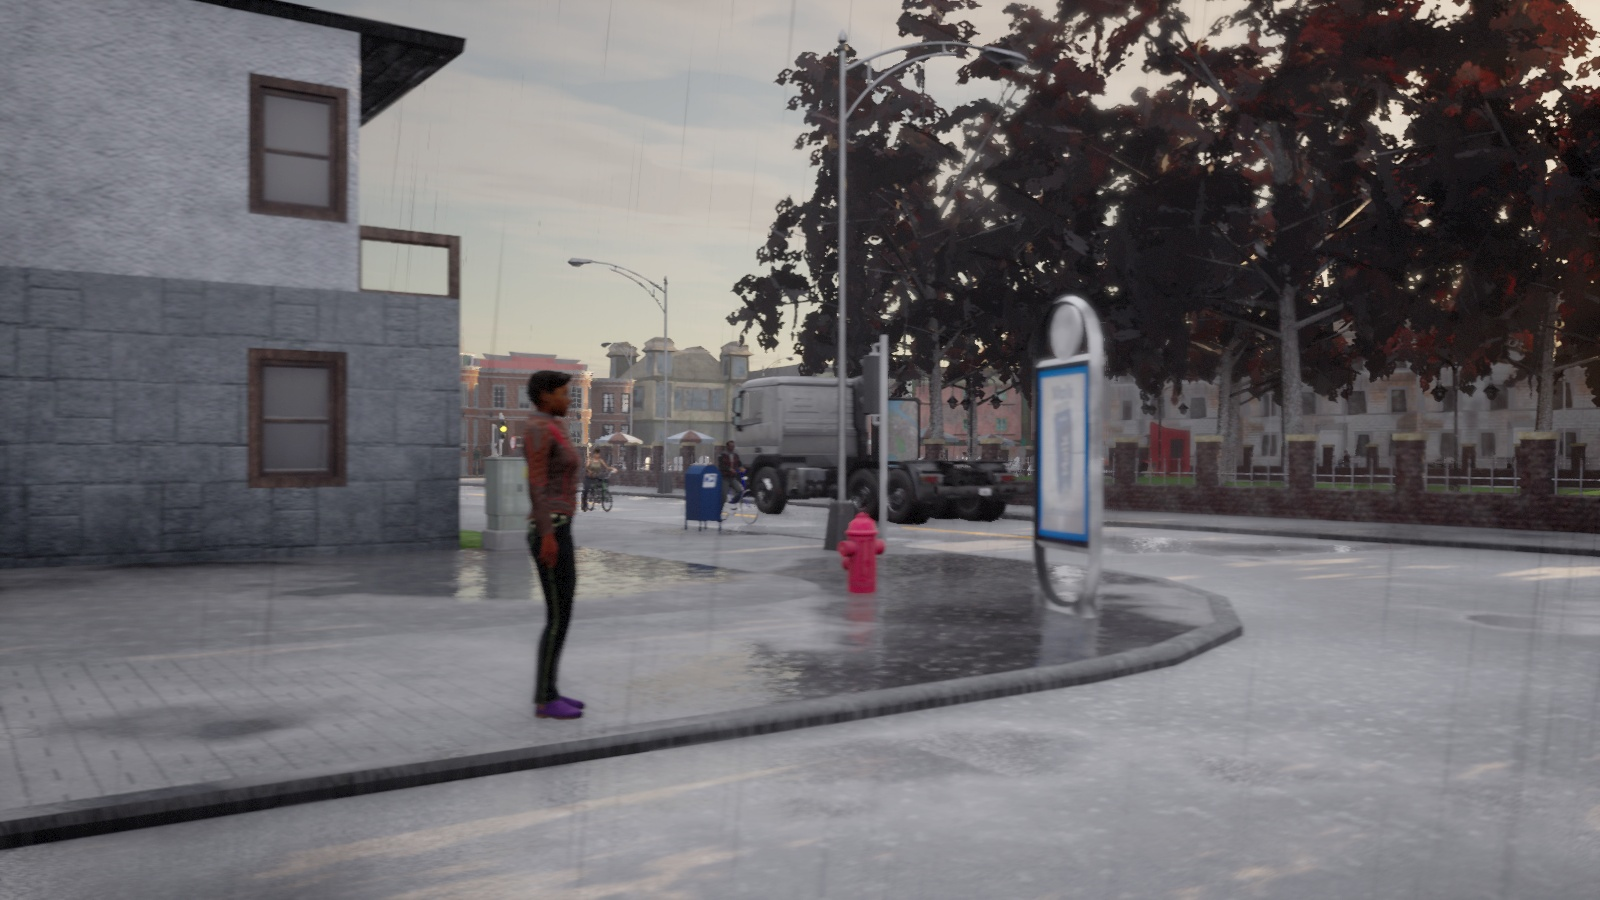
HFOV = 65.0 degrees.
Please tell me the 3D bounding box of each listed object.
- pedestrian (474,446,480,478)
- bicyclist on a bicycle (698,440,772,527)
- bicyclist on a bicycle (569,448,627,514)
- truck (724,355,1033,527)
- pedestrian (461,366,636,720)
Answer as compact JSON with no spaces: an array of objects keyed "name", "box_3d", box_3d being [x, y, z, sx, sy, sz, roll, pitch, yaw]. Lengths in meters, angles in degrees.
[{"name":"pedestrian","box_3d":[-18.881,0.705,73.401,0.353,1.847,0.614,0,0,-15]},{"name":"bicyclist on a bicycle","box_3d":[-1.383,0.683,26.392,0.659,1.776,1.843,0,0,-35]},{"name":"bicyclist on a bicycle","box_3d":[-5.120,0.770,31.741,0.866,1.612,1.509,0,0,-35]},{"name":"truck","box_3d":[1.530,-0.169,29.234,2.891,3.462,7.936,0,0,-35]},{"name":"pedestrian","box_3d":[-1.311,0.473,6.616,0.869,1.805,0.328,0,0,-5]}]
